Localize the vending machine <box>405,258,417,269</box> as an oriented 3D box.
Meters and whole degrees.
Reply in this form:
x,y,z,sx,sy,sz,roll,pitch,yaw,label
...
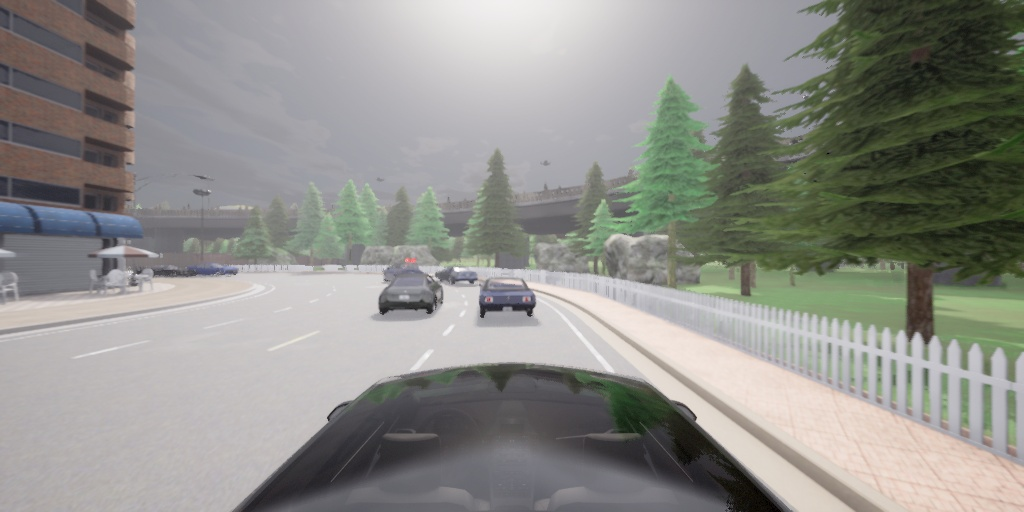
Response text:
x,y,z,sx,sy,sz,roll,pitch,yaw,label
-12.155,1.228,43.118,0.880,2.100,1.100,0,0,36,vending machine

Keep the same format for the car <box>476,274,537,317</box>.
x,y,z,sx,sy,sz,roll,pitch,yaw,label
-0.322,1.432,13.667,1.895,1.301,4.718,0,0,-5,car

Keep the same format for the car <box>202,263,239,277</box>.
x,y,z,sx,sy,sz,roll,pitch,yaw,label
-32.677,1.484,39.230,5.008,1.535,1.882,0,-1,5,car

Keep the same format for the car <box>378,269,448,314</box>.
x,y,z,sx,sy,sz,roll,pitch,yaw,label
-3.887,1.401,14.345,1.994,1.385,4.181,0,0,-5,car

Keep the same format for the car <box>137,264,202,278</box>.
x,y,z,sx,sy,sz,roll,pitch,yaw,label
-34.440,1.584,35.901,4.718,1.301,1.895,0,0,4,car

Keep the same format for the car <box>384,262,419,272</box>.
x,y,z,sx,sy,sz,roll,pitch,yaw,label
-8.860,1.286,28.851,2.097,1.767,4.553,0,-1,-33,car

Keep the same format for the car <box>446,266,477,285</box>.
x,y,z,sx,sy,sz,roll,pitch,yaw,label
-4.502,1.481,28.604,2.033,1.411,5.357,0,0,-30,car
